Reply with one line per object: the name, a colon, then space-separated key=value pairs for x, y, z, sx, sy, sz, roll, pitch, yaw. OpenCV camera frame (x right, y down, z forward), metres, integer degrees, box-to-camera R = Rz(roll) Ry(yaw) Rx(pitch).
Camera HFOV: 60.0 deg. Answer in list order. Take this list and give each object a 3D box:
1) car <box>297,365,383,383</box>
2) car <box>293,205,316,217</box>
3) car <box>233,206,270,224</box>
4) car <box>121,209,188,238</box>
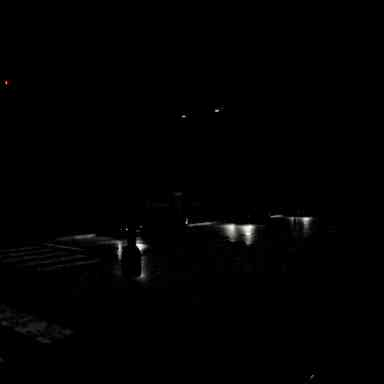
car: x=2.411 y=1.551 z=1.232 sx=4.403 sy=1.369 sz=2.008 roll=0 pitch=0 yaw=36
car: x=15.010 y=2.464 z=44.252 sx=1.837 sy=1.490 sz=4.892 roll=0 pitch=-2 yaw=36
car: x=5.597 y=2.094 z=31.121 sx=1.882 sy=1.535 sz=5.008 roll=0 pitch=-1 yaw=36
car: x=-2.141 y=1.846 z=20.255 sx=1.837 sy=1.490 sz=4.892 roll=0 pitch=-1 yaw=35
